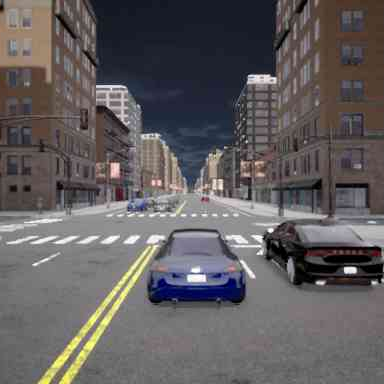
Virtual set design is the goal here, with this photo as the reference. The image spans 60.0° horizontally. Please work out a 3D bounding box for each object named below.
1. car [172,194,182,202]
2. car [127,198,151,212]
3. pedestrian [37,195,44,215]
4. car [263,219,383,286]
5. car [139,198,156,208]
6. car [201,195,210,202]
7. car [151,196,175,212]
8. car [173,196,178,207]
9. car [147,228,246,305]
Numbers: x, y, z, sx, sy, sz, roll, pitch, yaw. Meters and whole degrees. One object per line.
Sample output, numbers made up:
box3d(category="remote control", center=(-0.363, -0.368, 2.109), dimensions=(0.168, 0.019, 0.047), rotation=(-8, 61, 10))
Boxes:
box3d(category="car", center=(-3.268, 1.315, 74.205), dimensions=(2.128, 1.511, 4.902), rotation=(0, 0, 0))
box3d(category="car", center=(-6.603, 1.536, 40.472), dimensions=(1.882, 1.535, 5.008), rotation=(0, 0, 0))
box3d(category="pedestrian", center=(-14.149, 1.216, 31.047), dimensions=(0.375, 1.860, 0.375), rotation=(0, 0, 0))
box3d(category="car", center=(3.338, 1.492, 9.481), dimensions=(1.882, 1.535, 5.008), rotation=(0, 0, 0))
box3d(category="car", center=(-6.609, 1.633, 49.841), dimensions=(1.994, 1.385, 4.181), rotation=(0, 0, 0))
box3d(category="car", center=(3.231, 1.583, 80.527), dimensions=(1.882, 1.535, 5.008), rotation=(0, 0, 0))
box3d(category="car", center=(-3.361, 1.582, 38.897), dimensions=(1.812, 1.442, 4.674), rotation=(0, 0, 0))
box3d(category="car", center=(-3.357, 1.572, 48.150), dimensions=(1.837, 1.490, 4.892), rotation=(0, 0, 0))
box3d(category="car", center=(0.086, 1.577, 8.183), dimensions=(1.994, 1.385, 4.181), rotation=(0, 0, 0))
